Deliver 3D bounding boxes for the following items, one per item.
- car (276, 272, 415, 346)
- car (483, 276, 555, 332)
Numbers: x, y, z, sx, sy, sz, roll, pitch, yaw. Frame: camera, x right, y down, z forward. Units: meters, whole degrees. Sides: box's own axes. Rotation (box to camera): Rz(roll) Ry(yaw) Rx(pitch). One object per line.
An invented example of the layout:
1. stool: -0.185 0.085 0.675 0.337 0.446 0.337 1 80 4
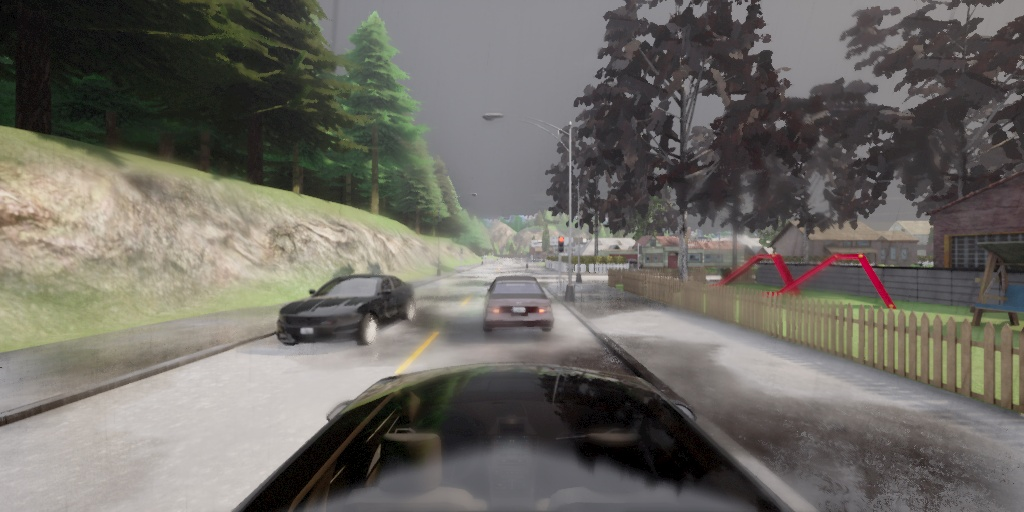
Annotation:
1. car: -4.059 1.226 9.629 1.882 1.535 5.008 0 0 0
2. car: 0.100 1.295 10.834 2.033 1.411 5.357 0 0 -2
